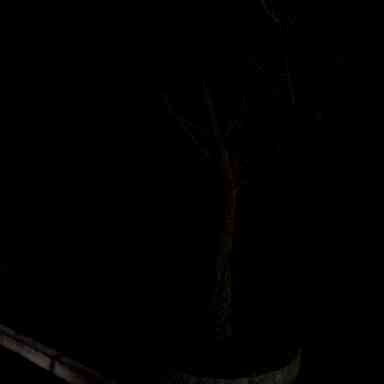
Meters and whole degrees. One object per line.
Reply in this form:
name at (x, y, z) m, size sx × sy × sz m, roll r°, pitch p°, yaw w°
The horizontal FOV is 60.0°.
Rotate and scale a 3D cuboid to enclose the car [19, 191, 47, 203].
car at (-20.020, 0.923, 40.784) m, size 2.150 × 2.045 × 5.566 m, roll 1°, pitch 0°, yaw 32°
